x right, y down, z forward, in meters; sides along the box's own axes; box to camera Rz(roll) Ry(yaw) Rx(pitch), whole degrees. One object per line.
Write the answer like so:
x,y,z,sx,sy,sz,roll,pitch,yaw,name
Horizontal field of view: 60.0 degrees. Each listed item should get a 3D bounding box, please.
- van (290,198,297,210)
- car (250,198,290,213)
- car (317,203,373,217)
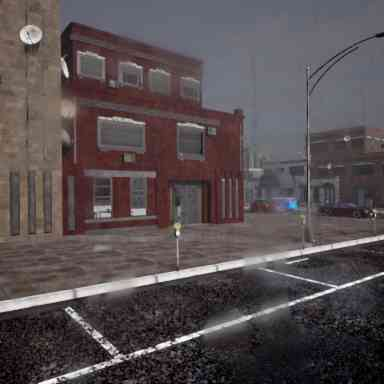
12.875,1.705,47.255,1.690,1.788,3.998,-2,0,-38,van
9.534,1.741,42.132,2.097,1.767,4.553,-1,0,-38,car
15.684,1.794,34.180,2.033,1.411,5.357,-1,0,-37,car
